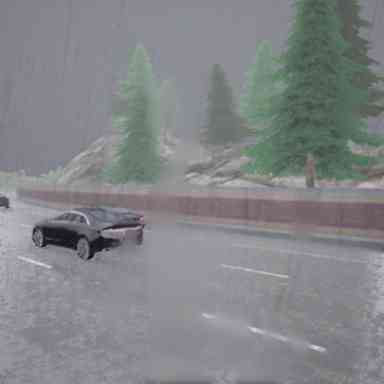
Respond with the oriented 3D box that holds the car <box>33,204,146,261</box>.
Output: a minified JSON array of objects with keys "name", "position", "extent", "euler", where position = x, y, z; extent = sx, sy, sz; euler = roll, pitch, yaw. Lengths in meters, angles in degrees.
[{"name":"car","position":[-3.768,1.311,11.630],"extent":[4.902,1.511,2.128],"euler":[1,1,40]}]

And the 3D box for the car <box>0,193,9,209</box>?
[{"name":"car","position":[-19.325,0.820,32.585],"extent":[1.882,1.535,5.008],"euler":[0,1,-39]}]

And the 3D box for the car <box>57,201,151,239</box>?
[{"name":"car","position":[-4.625,1.299,16.944],"extent":[5.357,1.411,2.033],"euler":[2,1,42]}]
